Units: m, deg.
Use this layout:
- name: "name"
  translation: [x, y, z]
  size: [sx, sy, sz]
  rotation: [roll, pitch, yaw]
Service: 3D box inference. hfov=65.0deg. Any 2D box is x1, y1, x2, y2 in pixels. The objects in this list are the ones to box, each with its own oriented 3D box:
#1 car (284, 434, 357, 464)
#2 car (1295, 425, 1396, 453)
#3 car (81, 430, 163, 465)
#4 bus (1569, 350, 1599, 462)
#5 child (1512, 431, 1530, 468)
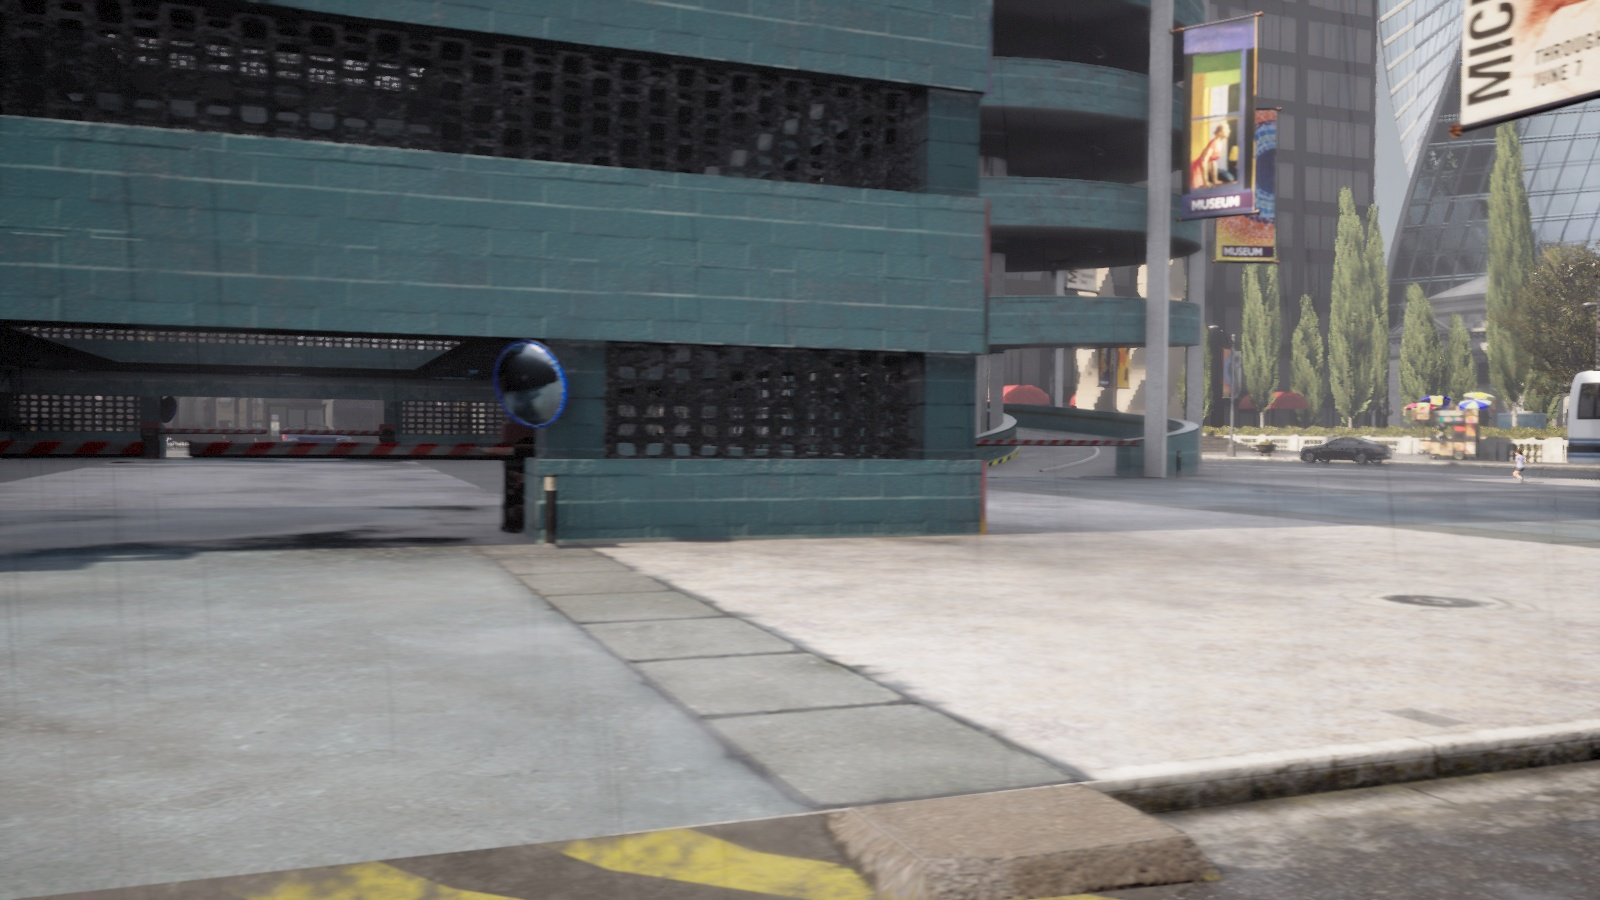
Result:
- name: "car"
  translation: [-26.311, -0.060, 68.929]
  size: [3.705, 1.549, 1.789]
  rotation: [-1, 1, -21]
- name: "car"
  translation: [29.207, -0.591, 67.333]
  size: [1.812, 1.442, 4.674]
  rotation: [-1, 1, -41]
- name: "car"
  translation: [-38.651, -0.154, 71.690]
  size: [3.866, 1.878, 1.905]
  rotation: [-1, 1, -21]
- name: "bus"
  translation: [33.632, -1.675, 44.851]
  size: [3.944, 4.253, 10.273]
  rotation: [-1, 1, -21]
- name: "child"
  translation: [21.873, -0.024, 38.080]
  size: [0.255, 1.110, 0.394]
  rotation: [-1, 1, -26]
